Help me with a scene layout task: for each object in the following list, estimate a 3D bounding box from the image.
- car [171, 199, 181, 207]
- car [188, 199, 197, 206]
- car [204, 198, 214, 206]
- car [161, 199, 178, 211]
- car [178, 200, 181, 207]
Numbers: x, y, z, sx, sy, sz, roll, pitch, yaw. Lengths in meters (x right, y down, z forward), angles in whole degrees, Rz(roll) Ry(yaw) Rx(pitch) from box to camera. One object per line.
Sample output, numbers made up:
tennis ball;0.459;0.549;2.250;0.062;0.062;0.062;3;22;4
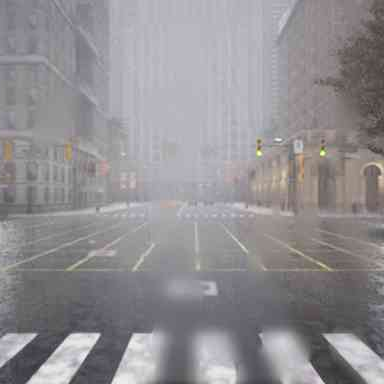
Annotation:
car;-3.354;2.307;69.921;1.882;1.535;5.008;0;-1;1
car;0.183;2.320;73.436;2.128;1.511;4.902;0;-1;1
car;3.683;2.149;73.372;2.097;1.767;4.553;0;-1;1
car;-3.584;2.075;50.388;1.882;1.535;5.008;0;-1;0
car;-3.508;2.185;59.697;1.882;1.535;5.008;0;-1;1
